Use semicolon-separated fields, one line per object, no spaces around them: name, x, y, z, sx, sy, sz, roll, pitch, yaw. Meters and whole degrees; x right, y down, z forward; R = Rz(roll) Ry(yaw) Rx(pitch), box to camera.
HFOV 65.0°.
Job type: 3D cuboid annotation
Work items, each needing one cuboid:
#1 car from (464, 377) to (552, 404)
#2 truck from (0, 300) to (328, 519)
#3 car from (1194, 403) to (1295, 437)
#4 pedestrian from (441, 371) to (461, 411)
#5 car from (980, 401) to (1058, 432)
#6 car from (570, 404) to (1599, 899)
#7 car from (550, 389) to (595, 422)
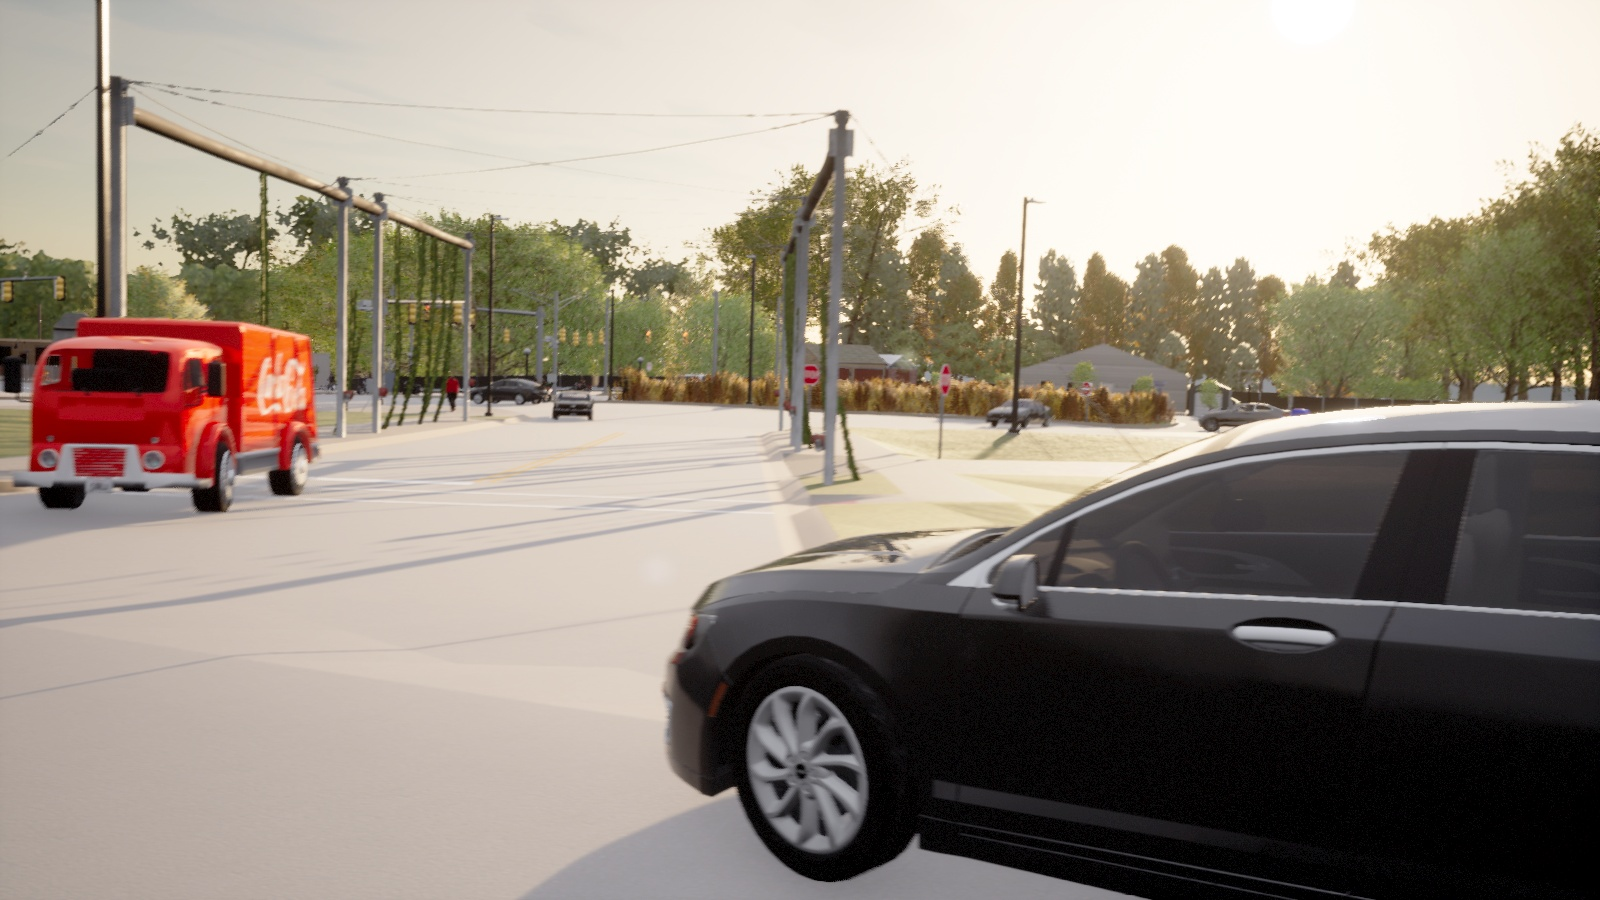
car;-17.231;-3.513;74.042;4.892;1.490;1.837;2;4;22
truck;-8.494;-0.569;17.144;2.627;2.467;5.204;2;2;-7
car;24.508;-1.701;69.252;5.027;1.651;2.152;3;3;23
pedestrian;-16.742;-2.839;60.241;0.634;1.844;0.899;0;5;-34
car;10.973;-1.703;62.582;2.033;1.411;5.357;4;4;30
car;1.701;0.642;3.809;4.892;1.490;1.837;2;4;36
car;-10.774;-2.161;59.687;1.895;1.301;4.718;2;4;-9
